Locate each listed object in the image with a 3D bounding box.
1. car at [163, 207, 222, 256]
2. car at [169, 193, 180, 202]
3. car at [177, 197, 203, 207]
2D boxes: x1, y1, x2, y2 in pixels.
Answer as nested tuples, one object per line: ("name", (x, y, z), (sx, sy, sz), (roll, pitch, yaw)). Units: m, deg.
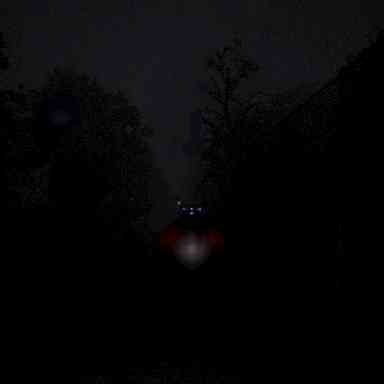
("car", (0.021, 1.475, 12.607), (1.895, 1.301, 4.718), (0, 1, 0))
("car", (-3.025, 0.964, 58.410), (1.812, 1.442, 4.674), (0, 0, 0))
("car", (-0.012, 1.327, 27.596), (1.895, 1.301, 4.718), (0, 1, 0))
